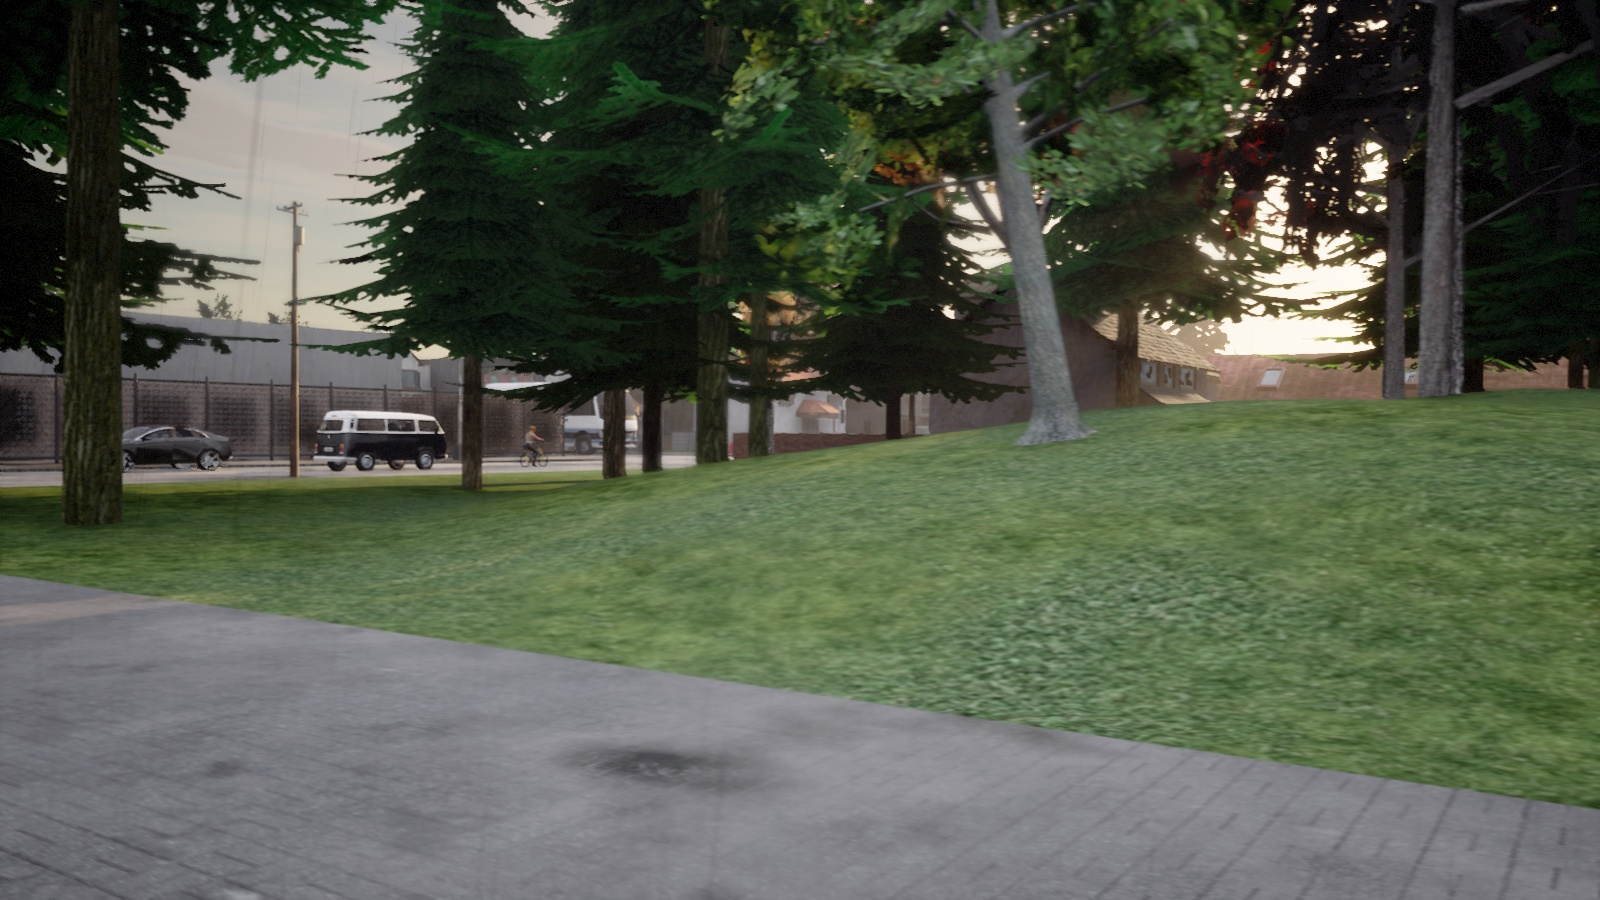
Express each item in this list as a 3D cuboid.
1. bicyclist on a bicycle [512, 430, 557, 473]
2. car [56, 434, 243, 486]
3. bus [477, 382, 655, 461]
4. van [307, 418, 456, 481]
[{"bbox_3d":[-10.336,0.050,48.909,0.866,1.612,1.509,0,1,33],"label":"bicyclist on a bicycle"},{"bbox_3d":[-20.814,0.276,40.369,2.128,1.511,4.902,0,1,34],"label":"car"},{"bbox_3d":[-13.619,-1.577,72.637,10.273,4.253,3.944,0,1,34],"label":"bus"},{"bbox_3d":[-14.264,-0.047,43.007,2.069,2.038,4.480,0,1,34],"label":"van"}]
